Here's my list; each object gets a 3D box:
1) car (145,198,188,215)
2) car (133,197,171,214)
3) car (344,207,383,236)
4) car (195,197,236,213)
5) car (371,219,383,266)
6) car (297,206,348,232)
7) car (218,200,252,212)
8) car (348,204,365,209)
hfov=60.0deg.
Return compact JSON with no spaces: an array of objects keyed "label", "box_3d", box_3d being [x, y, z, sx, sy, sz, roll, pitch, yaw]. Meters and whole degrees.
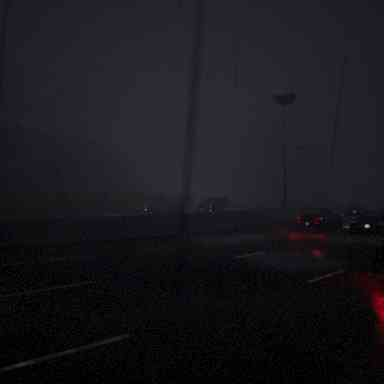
[{"label":"car","box_3d":[-2.466,1.804,36.642,1.882,1.535,5.008,0,-1,35]},{"label":"car","box_3d":[-4.501,1.567,39.728,2.150,2.045,5.566,0,0,34]},{"label":"car","box_3d":[10.497,1.788,18.992,1.994,1.385,4.181,0,-1,40]},{"label":"car","box_3d":[2.524,1.581,37.765,2.150,2.045,5.566,0,-1,31]},{"label":"car","box_3d":[7.654,1.661,10.793,4.674,1.442,1.812,0,0,-45]},{"label":"car","box_3d":[8.517,1.768,22.017,1.812,1.442,4.674,0,-1,40]},{"label":"car","box_3d":[4.910,1.872,35.087,1.812,1.442,4.674,0,-1,32]},{"label":"car","box_3d":[17.402,1.971,35.417,1.994,1.385,4.181,0,-1,29]}]
